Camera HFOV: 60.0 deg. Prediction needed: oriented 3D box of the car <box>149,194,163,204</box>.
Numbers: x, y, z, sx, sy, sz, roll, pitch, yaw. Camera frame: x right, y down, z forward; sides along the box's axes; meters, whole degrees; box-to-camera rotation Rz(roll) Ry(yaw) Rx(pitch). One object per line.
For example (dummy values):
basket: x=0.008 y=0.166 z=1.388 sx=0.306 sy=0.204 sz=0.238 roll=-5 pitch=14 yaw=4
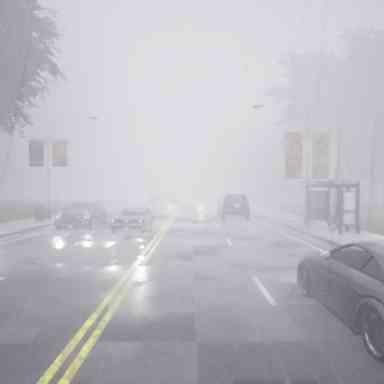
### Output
car: x=-6.552 y=1.242 z=60.657 sx=2.097 sy=1.767 sz=4.553 roll=0 pitch=0 yaw=1

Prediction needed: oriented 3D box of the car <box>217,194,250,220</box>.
car: x=3.344 y=1.153 z=27.358 sx=2.150 sy=2.045 sz=5.566 roll=0 pitch=0 yaw=0

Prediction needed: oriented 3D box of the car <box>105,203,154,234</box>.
car: x=-3.354 y=1.549 z=19.195 sx=1.895 sy=1.301 sz=4.718 roll=0 pitch=0 yaw=0

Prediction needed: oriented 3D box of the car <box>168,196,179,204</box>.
car: x=-3.296 y=1.437 z=60.186 sx=2.033 sy=1.411 sz=5.357 roll=0 pitch=0 yaw=1

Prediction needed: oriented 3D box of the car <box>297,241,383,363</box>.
car: x=3.349 y=1.547 z=5.828 sx=1.994 sy=1.385 sz=4.181 roll=0 pitch=0 yaw=0

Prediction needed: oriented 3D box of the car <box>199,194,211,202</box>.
car: x=3.234 y=1.406 z=73.719 sx=2.163 sy=1.488 sz=4.792 roll=0 pitch=0 yaw=0

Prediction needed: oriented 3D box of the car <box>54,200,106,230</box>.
car: x=-6.602 y=1.297 z=20.313 sx=2.097 sy=1.767 sz=4.553 roll=0 pitch=0 yaw=0
